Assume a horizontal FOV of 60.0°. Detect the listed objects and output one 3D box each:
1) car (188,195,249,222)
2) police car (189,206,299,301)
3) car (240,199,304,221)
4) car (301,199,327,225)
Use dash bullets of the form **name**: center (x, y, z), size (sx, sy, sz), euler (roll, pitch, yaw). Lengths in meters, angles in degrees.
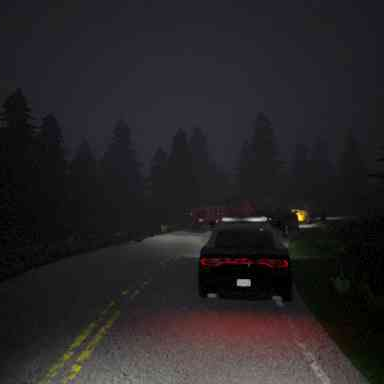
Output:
- **car**: center (1.969, 1.236, 21.310), size (2.150, 2.045, 5.566), euler (-3, -1, 33)
- **police car**: center (1.349, 1.399, 8.490), size (1.930, 1.638, 5.238), euler (-1, 0, 10)
- **car**: center (4.230, 1.386, 17.107), size (1.837, 1.490, 4.892), euler (-2, 0, 27)
- **car**: center (7.335, 1.238, 21.911), size (1.801, 1.575, 5.366), euler (-4, -2, 38)
